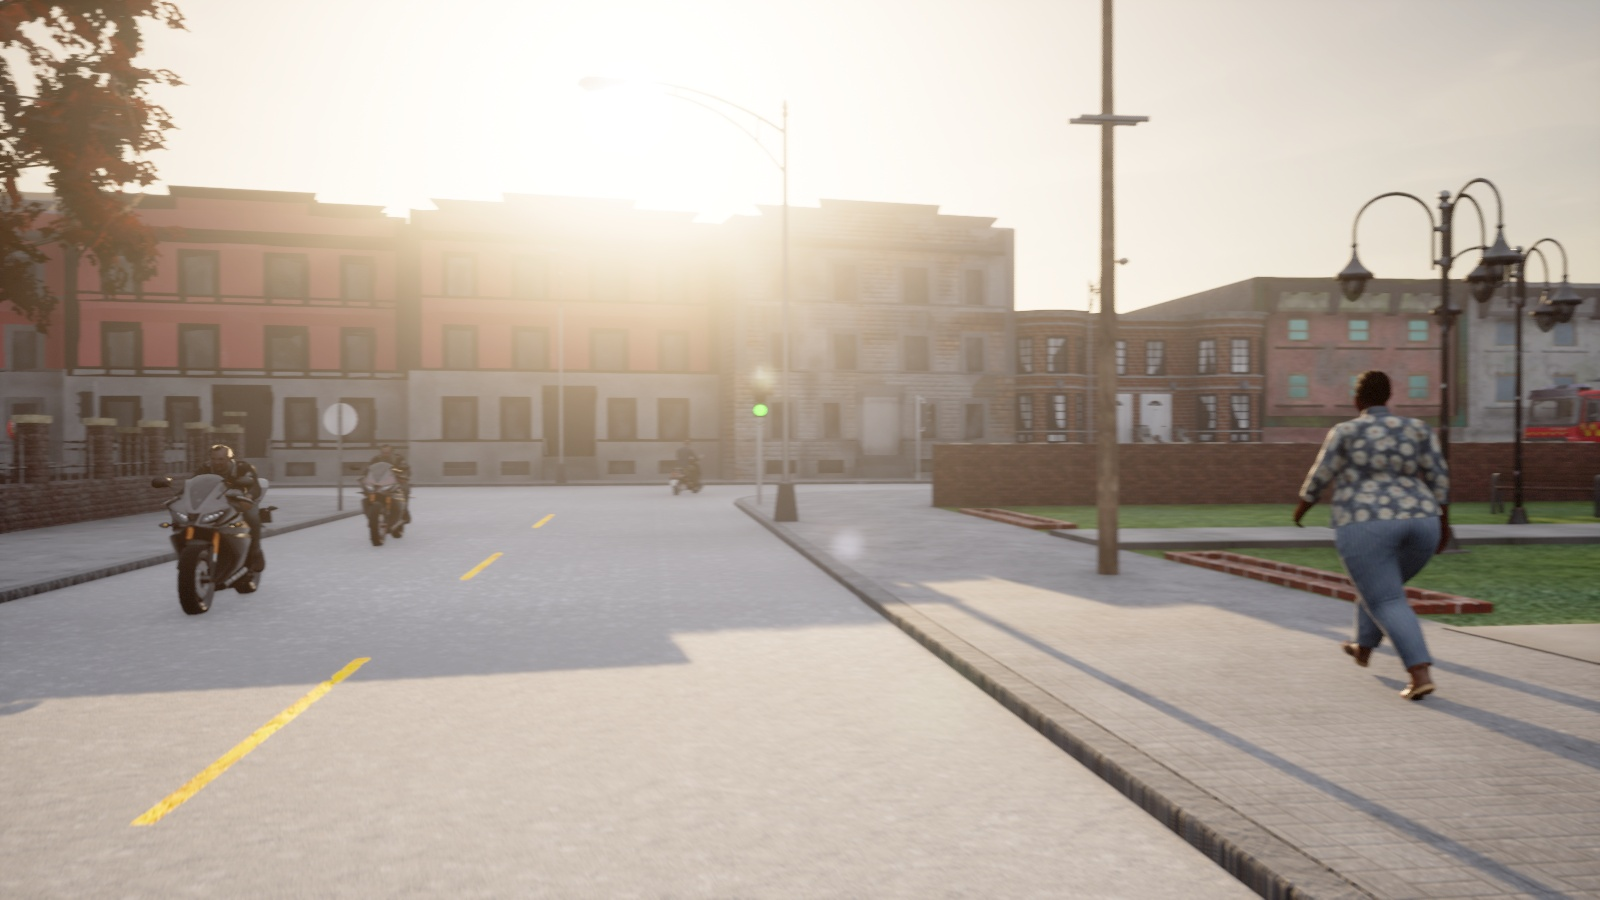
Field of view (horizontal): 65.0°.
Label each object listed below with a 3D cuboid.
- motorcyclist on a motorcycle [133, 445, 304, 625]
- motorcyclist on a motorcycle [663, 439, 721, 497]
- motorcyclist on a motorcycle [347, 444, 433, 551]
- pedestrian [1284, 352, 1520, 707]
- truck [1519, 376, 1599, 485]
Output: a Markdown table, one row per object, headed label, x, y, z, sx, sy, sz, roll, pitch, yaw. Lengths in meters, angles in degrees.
| label | x | y | z | sx | sy | sz | roll | pitch | yaw |
| --- | --- | --- | --- | --- | --- | --- | --- | --- | --- |
| motorcyclist on a motorcycle | -5.400 | 0.718 | 11.831 | 0.866 | 1.530 | 2.191 | 0 | 0 | -8 |
| motorcyclist on a motorcycle | -3.073 | 0.498 | 35.928 | 0.866 | 1.590 | 1.817 | 3 | 1 | 21 |
| motorcyclist on a motorcycle | -6.212 | 0.677 | 19.146 | 0.866 | 1.530 | 2.191 | 0 | 0 | -8 |
| pedestrian | 3.330 | 0.413 | 7.031 | 0.874 | 1.855 | 0.900 | 0 | 0 | -1 |
| truck | 31.454 | -0.707 | 46.318 | 8.468 | 3.827 | 2.891 | 0 | 0 | -6 |
